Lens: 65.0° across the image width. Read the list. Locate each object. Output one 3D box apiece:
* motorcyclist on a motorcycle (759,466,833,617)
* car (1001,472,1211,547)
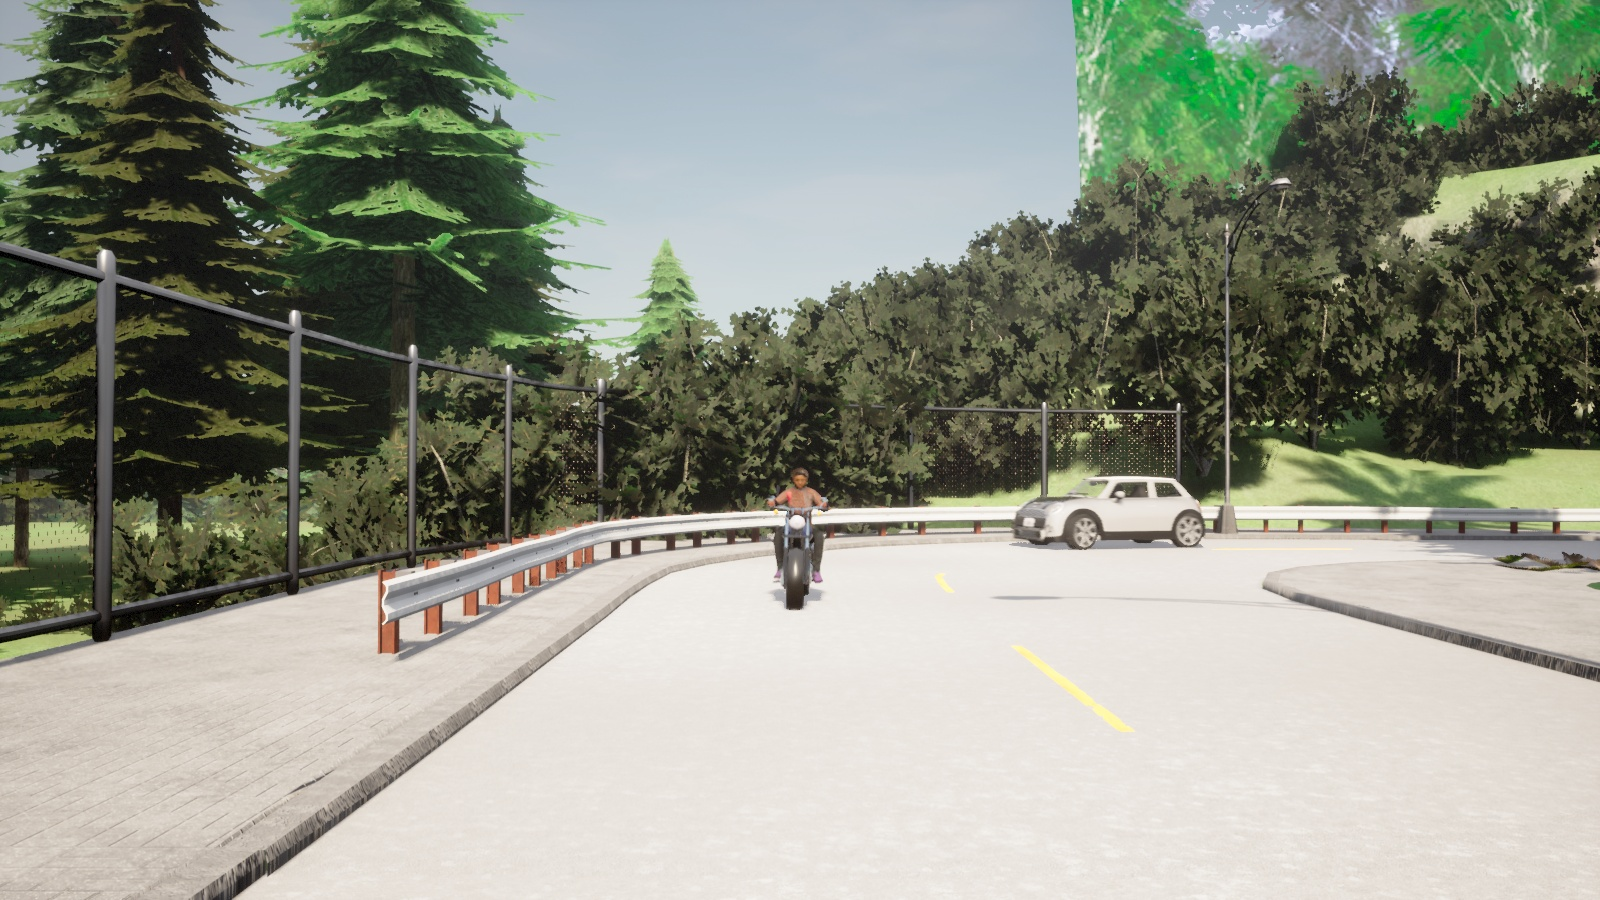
[{"bbox_3d":[-0.016,1.015,14.881,0.766,1.649,2.350,0,-1,3],"label":"motorcyclist on a motorcycle"},{"bbox_3d":[6.371,1.196,26.251,3.806,1.475,1.970,0,-1,-19],"label":"car"}]
